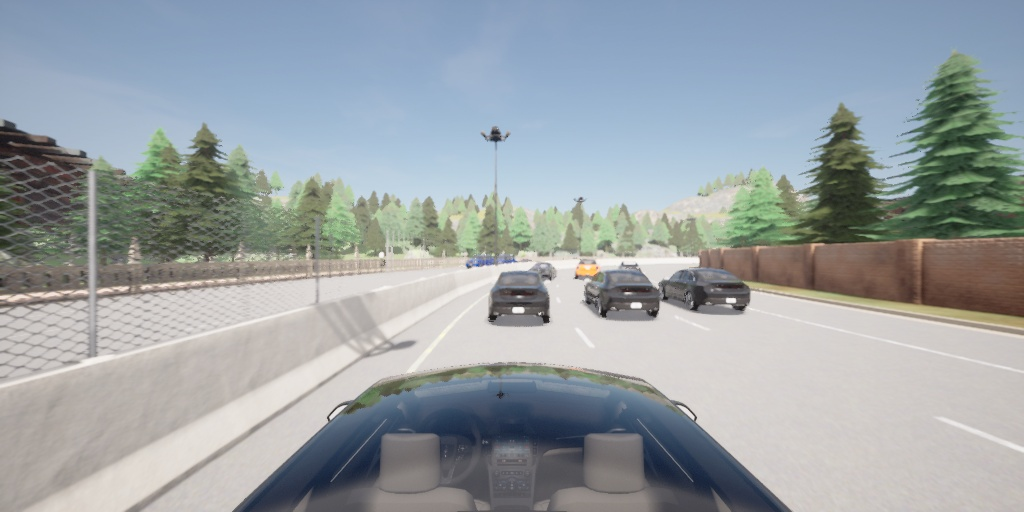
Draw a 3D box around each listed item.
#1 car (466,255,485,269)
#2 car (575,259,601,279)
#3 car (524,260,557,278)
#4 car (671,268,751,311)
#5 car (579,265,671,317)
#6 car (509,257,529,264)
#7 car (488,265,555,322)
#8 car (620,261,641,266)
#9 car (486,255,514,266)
[{"bbox_3d":[-4.649,0.858,52.650,2.150,2.045,5.566,0,0,24],"label":"car"},{"bbox_3d":[6.809,1.032,31.925,2.097,1.767,4.553,0,0,14],"label":"car"},{"bbox_3d":[2.665,1.232,30.053,2.033,1.411,5.357,0,0,13],"label":"car"},{"bbox_3d":[7.404,1.226,14.307,1.837,1.490,4.892,0,0,3],"label":"car"},{"bbox_3d":[3.834,1.229,13.117,1.837,1.490,4.892,0,0,3],"label":"car"},{"bbox_3d":[1.672,1.165,49.637,1.812,1.442,4.674,0,0,24],"label":"car"},{"bbox_3d":[0.290,1.231,12.254,1.837,1.490,4.892,0,0,3],"label":"car"},{"bbox_3d":[10.434,1.172,32.009,2.128,1.511,4.902,0,0,15],"label":"car"},{"bbox_3d":[-1.267,0.861,51.654,2.150,2.045,5.566,0,0,24],"label":"car"}]
